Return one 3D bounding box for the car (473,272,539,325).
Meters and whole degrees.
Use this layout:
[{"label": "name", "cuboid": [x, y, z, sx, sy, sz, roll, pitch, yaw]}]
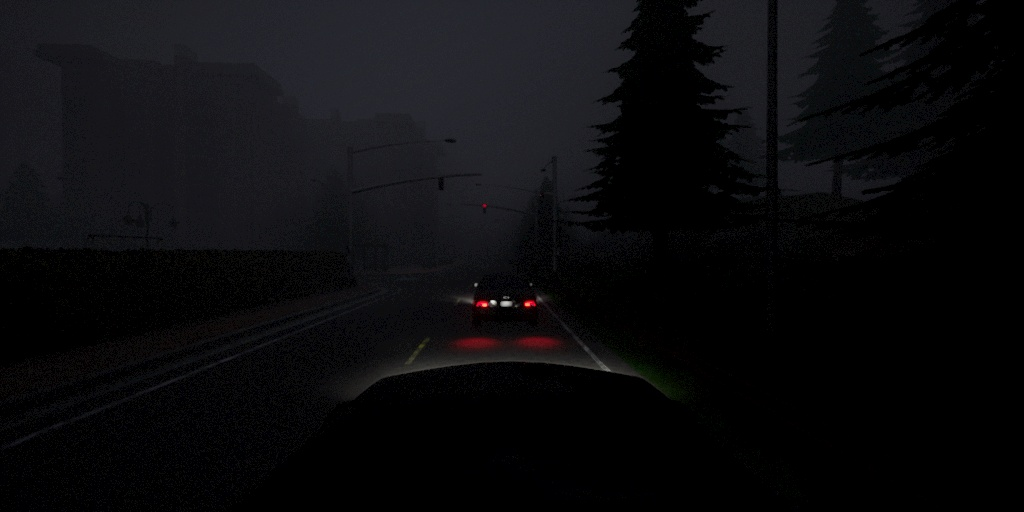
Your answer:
[{"label": "car", "cuboid": [-0.254, 1.217, 11.438, 2.033, 1.411, 5.357, 0, 0, -3]}]
